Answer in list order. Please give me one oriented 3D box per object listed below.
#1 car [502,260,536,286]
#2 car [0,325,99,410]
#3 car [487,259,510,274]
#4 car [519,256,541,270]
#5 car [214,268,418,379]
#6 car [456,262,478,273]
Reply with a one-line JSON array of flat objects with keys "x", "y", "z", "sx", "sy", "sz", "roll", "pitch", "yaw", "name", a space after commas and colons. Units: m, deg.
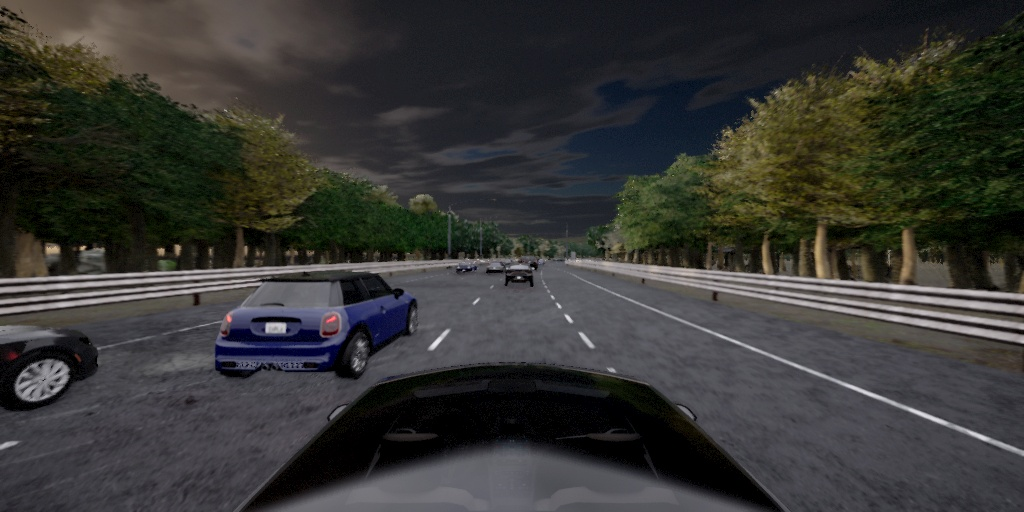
[{"x": 0.588, "y": 1.244, "z": 25.777, "sx": 1.882, "sy": 1.535, "sz": 5.008, "roll": 0, "pitch": 0, "yaw": 3, "name": "car"}, {"x": -6.981, "y": 1.223, "z": 3.182, "sx": 1.837, "sy": 1.490, "sz": 4.892, "roll": 0, "pitch": 0, "yaw": 0, "name": "car"}, {"x": -1.792, "y": 1.331, "z": 42.409, "sx": 1.994, "sy": 1.385, "sz": 4.181, "roll": 0, "pitch": 0, "yaw": 5, "name": "car"}, {"x": 2.801, "y": 1.025, "z": 53.732, "sx": 2.150, "sy": 2.045, "sz": 5.566, "roll": 0, "pitch": 0, "yaw": 6, "name": "car"}, {"x": -3.468, "y": 1.087, "z": 7.425, "sx": 2.097, "sy": 1.767, "sz": 4.553, "roll": 0, "pitch": 0, "yaw": 1, "name": "car"}, {"x": -5.286, "y": 1.351, "z": 43.117, "sx": 1.895, "sy": 1.301, "sz": 4.718, "roll": 0, "pitch": 0, "yaw": 5, "name": "car"}]
